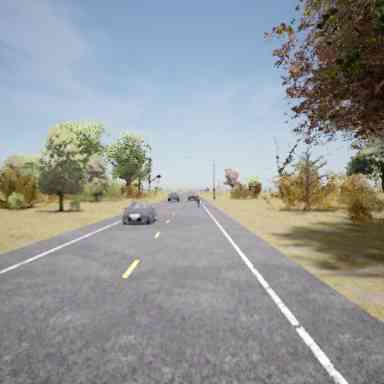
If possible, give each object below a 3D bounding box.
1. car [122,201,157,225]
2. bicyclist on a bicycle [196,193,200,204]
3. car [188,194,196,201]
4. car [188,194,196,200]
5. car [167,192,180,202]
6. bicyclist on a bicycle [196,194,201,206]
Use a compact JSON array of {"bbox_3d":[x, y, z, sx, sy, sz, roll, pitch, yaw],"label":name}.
[{"bbox_3d":[-3.596,1.396,23.251,2.128,1.511,4.902,0,0,0],"label":"car"},{"bbox_3d":[0.968,1.133,56.017,0.659,1.776,1.843,0,0,0],"label":"bicyclist on a bicycle"},{"bbox_3d":[0.007,1.181,73.668,1.837,1.490,4.892,0,0,0],"label":"car"},{"bbox_3d":[0.008,1.168,84.125,2.033,1.411,5.357,0,0,0],"label":"car"},{"bbox_3d":[-3.504,0.943,64.665,2.150,2.045,5.566,0,1,0],"label":"car"},{"bbox_3d":[0.967,1.261,45.818,0.582,1.620,1.656,0,0,0],"label":"bicyclist on a bicycle"}]
